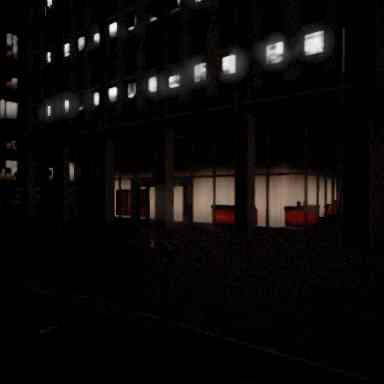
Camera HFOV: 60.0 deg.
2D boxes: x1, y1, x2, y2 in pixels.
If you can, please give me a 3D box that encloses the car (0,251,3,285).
[{"bbox_3d":[-6.119,1.390,7.330,5.009,1.841,2.192,-1,0,36],"label":"car"}]
